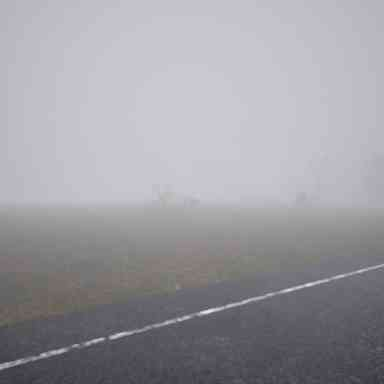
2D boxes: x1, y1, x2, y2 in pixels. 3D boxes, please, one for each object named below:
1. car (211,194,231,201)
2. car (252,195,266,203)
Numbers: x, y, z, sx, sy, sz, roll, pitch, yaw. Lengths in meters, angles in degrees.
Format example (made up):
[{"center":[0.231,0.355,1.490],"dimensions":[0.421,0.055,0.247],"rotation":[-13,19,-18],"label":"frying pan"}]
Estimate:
[{"center":[6.784,1.268,77.338],"dimensions":[2.033,1.411,5.357],"rotation":[0,0,-34],"label":"car"},{"center":[13.045,1.397,67.972],"dimensions":[2.033,1.411,5.357],"rotation":[0,0,-34],"label":"car"}]
